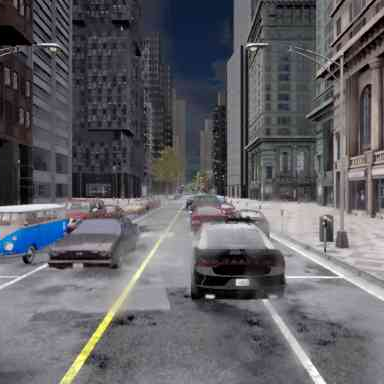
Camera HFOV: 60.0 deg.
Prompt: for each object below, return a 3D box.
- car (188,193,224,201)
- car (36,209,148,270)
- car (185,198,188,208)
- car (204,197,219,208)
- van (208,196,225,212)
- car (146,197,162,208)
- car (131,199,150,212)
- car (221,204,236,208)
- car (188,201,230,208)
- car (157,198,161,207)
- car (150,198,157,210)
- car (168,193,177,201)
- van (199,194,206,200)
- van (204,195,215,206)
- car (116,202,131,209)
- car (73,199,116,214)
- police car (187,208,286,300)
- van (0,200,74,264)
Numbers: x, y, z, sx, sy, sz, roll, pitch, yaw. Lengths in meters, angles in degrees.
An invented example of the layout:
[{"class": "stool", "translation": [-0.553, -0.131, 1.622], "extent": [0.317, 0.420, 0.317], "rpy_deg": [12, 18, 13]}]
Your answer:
[{"class": "car", "translation": [0.958, 1.226, 24.499], "extent": [2.150, 2.045, 5.566], "rpy_deg": [0, 0, 0]}, {"class": "car", "translation": [-2.973, 1.548, 11.359], "extent": [2.033, 1.411, 5.357], "rpy_deg": [0, 0, 0]}, {"class": "car", "translation": [0.143, 1.509, 47.417], "extent": [1.837, 1.490, 4.892], "rpy_deg": [0, 0, 1]}, {"class": "car", "translation": [2.898, 1.550, 50.150], "extent": [1.887, 1.381, 4.507], "rpy_deg": [0, 0, 0]}, {"class": "van", "translation": [2.871, 1.344, 39.101], "extent": [1.690, 1.788, 3.998], "rpy_deg": [0, 0, 0]}, {"class": "car", "translation": [-5.657, 1.550, 50.189], "extent": [1.887, 1.381, 4.507], "rpy_deg": [0, 0, 0]}, {"class": "car", "translation": [-5.693, 1.528, 33.443], "extent": [1.752, 1.417, 4.829], "rpy_deg": [0, 0, 0]}, {"class": "car", "translation": [2.813, 1.552, 17.000], "extent": [2.008, 1.369, 4.403], "rpy_deg": [0, 0, 0]}, {"class": "car", "translation": [0.871, 1.479, 18.458], "extent": [1.882, 1.535, 5.008], "rpy_deg": [0, 0, -1]}, {"class": "car", "translation": [-5.669, 1.548, 44.663], "extent": [1.887, 1.381, 4.507], "rpy_deg": [0, 0, 0]}, {"class": "car", "translation": [-5.681, 1.548, 39.138], "extent": [1.887, 1.381, 4.507], "rpy_deg": [0, 0, 0]}, {"class": "car", "translation": [-5.555, 1.554, 88.112], "extent": [1.752, 1.417, 4.829], "rpy_deg": [0, 0, 0]}, {"class": "van", "translation": [2.990, 1.375, 93.660], "extent": [1.690, 1.788, 3.998], "rpy_deg": [0, 0, 0]}, {"class": "van", "translation": [2.913, 1.348, 55.675], "extent": [1.690, 1.788, 3.998], "rpy_deg": [0, 0, 0]}, {"class": "car", "translation": [-5.717, 1.546, 22.562], "extent": [1.887, 1.381, 4.507], "rpy_deg": [0, 0, 0]}, {"class": "car", "translation": [-5.728, 1.316, 17.036], "extent": [2.192, 1.841, 5.009], "rpy_deg": [0, 0, 0]}, {"class": "police car", "translation": [0.920, 1.426, 8.578], "extent": [1.930, 1.638, 5.238], "rpy_deg": [0, 0, 0]}, {"class": "van", "translation": [-5.740, 1.342, 11.511], "extent": [1.690, 1.788, 3.998], "rpy_deg": [0, 0, 0]}]
